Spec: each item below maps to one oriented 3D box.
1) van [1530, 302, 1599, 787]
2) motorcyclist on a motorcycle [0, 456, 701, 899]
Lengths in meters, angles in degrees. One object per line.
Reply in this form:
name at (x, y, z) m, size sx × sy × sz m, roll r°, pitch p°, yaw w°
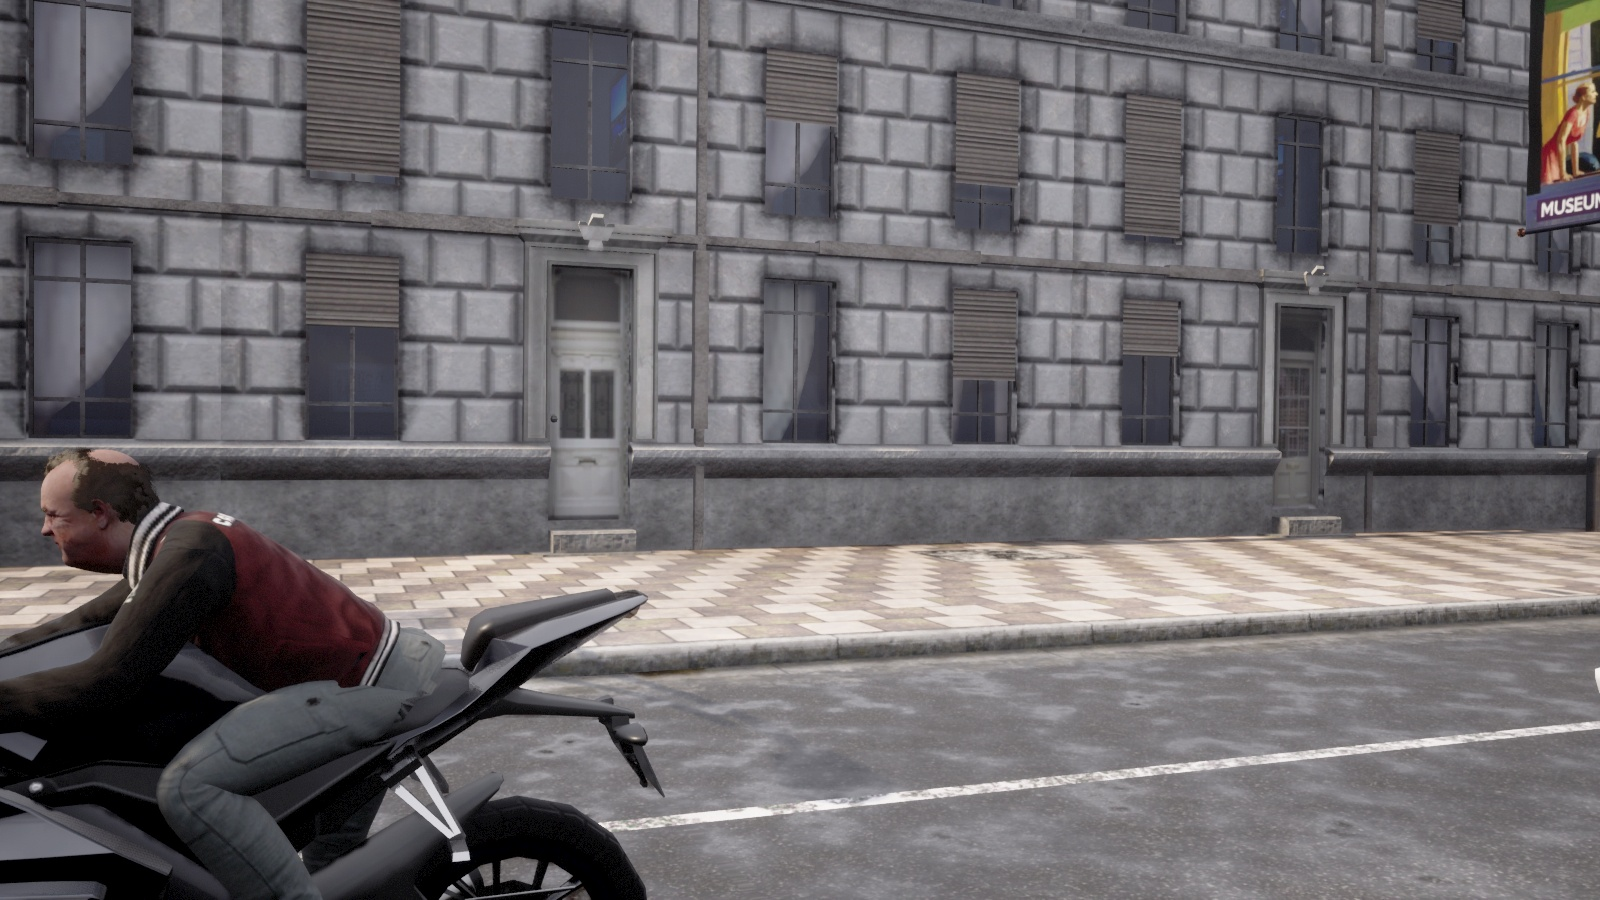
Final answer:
van at (5.699, 0.372, 5.398) m, size 4.480 × 2.038 × 2.069 m, roll -1°, pitch 1°, yaw -21°
motorcyclist on a motorcycle at (-1.392, 0.804, 2.711) m, size 2.191 × 1.530 × 0.866 m, roll -1°, pitch 1°, yaw -21°
